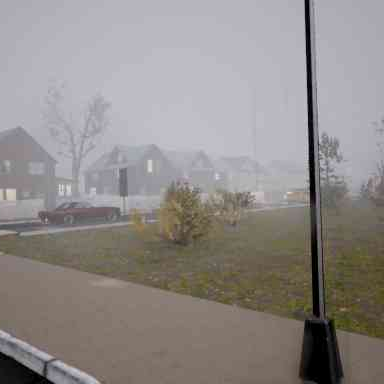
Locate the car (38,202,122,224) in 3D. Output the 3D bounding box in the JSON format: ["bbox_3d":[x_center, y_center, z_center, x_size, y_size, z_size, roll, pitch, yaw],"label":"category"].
[{"bbox_3d":[-6.726,1.253,20.442,1.895,1.301,4.718,-2,-1,43],"label":"car"}]

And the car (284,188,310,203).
[{"bbox_3d":[13.946,0.594,42.269,1.882,1.535,5.008,-2,-1,44],"label":"car"}]
